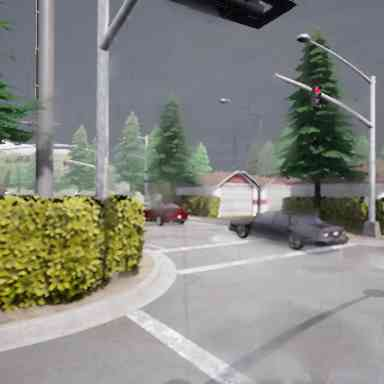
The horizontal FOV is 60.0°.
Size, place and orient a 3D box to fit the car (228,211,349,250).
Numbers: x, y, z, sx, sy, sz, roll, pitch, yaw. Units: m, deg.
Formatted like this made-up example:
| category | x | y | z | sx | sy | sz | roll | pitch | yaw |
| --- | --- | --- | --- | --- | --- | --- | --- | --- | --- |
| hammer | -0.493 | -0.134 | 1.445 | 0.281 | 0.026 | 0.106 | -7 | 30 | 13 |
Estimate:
| category | x | y | z | sx | sy | sz | roll | pitch | yaw |
| --- | --- | --- | --- | --- | --- | --- | --- | --- | --- |
| car | 3.958 | 1.525 | 14.560 | 2.033 | 1.411 | 5.357 | 1 | 2 | -35 |

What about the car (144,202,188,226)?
| category | x | y | z | sx | sy | sz | roll | pitch | yaw |
| --- | --- | --- | --- | --- | --- | --- | --- | --- | --- |
| car | -2.228 | 1.419 | 23.162 | 1.882 | 1.535 | 5.008 | -1 | 1 | -35 |
